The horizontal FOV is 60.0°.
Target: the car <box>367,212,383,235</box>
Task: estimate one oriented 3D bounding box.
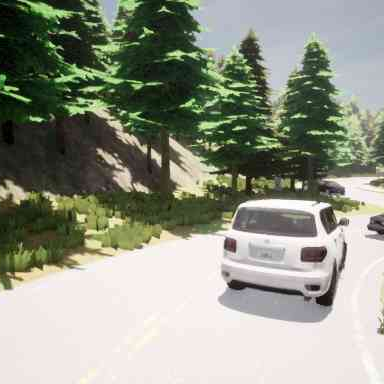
[{"bbox_3d":[10.772,1.398,16.180,5.357,1.411,2.033,-1,5,-31],"label":"car"}]

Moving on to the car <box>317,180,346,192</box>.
[{"bbox_3d":[16.069,-0.565,38.899,1.882,1.535,5.008,-1,5,-2],"label":"car"}]

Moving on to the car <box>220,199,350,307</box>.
[{"bbox_3d":[2.581,1.197,8.401,2.150,2.045,5.566,3,2,28],"label":"car"}]
